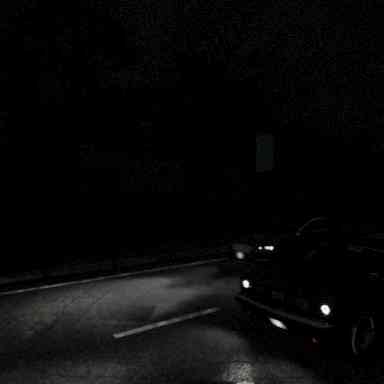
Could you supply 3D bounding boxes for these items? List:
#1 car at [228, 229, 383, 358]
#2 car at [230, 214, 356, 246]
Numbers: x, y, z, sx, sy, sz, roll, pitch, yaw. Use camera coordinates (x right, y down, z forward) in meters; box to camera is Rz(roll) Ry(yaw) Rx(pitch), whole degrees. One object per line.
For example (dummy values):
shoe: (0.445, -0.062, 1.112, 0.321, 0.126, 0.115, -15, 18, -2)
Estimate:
car: (3.051, 1.586, 6.092, 4.718, 1.301, 1.895, 0, 0, -35)
car: (3.321, 1.474, 10.553, 4.902, 1.511, 2.128, 0, 0, -35)
